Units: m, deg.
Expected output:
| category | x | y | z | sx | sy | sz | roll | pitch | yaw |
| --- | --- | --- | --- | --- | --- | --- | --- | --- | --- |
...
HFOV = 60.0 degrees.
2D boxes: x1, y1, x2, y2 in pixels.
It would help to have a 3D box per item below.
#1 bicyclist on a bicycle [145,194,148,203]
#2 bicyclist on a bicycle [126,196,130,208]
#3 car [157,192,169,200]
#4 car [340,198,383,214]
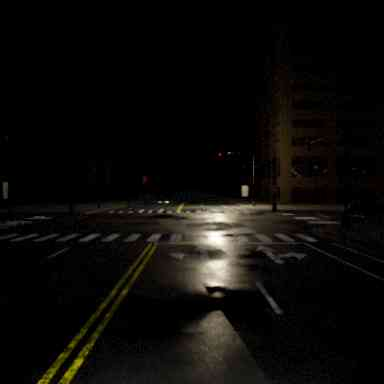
| category | x | y | z | sx | sy | sz | roll | pitch | yaw |
| --- | --- | --- | --- | --- | --- | --- | --- | --- | --- |
| bicyclist on a bicycle | -8.774 | 1.296 | 63.785 | 0.659 | 1.776 | 1.843 | 0 | 0 | 0 |
| bicyclist on a bicycle | -8.739 | 1.395 | 45.690 | 0.582 | 1.620 | 1.656 | 0 | 0 | 0 |
| car | -6.521 | 0.885 | 78.904 | 2.097 | 1.767 | 4.553 | 0 | 0 | 0 |
| car | 16.670 | 1.310 | 32.400 | 4.097 | 1.590 | 1.967 | 0 | 1 | 0 |
